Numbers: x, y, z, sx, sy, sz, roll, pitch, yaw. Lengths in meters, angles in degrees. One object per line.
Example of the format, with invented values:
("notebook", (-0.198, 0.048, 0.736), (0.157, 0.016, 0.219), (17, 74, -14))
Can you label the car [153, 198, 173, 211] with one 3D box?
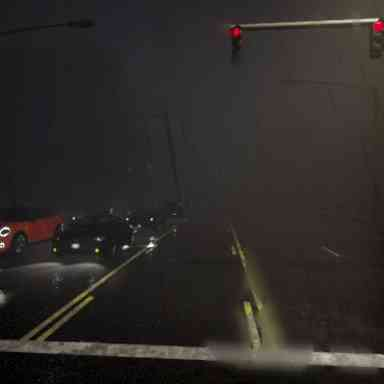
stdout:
("car", (-4.115, 1.753, 47.710), (2.097, 1.767, 4.553), (0, -1, 5))

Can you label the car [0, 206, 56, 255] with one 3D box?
("car", (-7.087, 1.390, 13.448), (2.097, 1.767, 4.553), (0, 0, 5))

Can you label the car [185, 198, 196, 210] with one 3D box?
("car", (-0.628, 1.699, 47.418), (2.097, 1.767, 4.553), (0, -1, 5))

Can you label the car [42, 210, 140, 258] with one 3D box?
("car", (-3.624, 1.593, 12.848), (1.994, 1.385, 4.181), (0, 0, 5))

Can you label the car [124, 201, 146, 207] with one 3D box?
("car", (-5.470, 1.686, 32.641), (2.128, 1.511, 4.902), (0, -1, 5))

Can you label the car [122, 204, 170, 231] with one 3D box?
("car", (-2.890, 1.685, 21.562), (1.895, 1.301, 4.718), (0, 0, 5))

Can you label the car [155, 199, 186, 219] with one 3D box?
("car", (-2.037, 1.682, 31.710), (1.837, 1.490, 4.892), (0, 0, 5))

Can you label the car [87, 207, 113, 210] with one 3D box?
("car", (-6.330, 1.700, 22.410), (1.895, 1.301, 4.718), (0, 0, 5))
